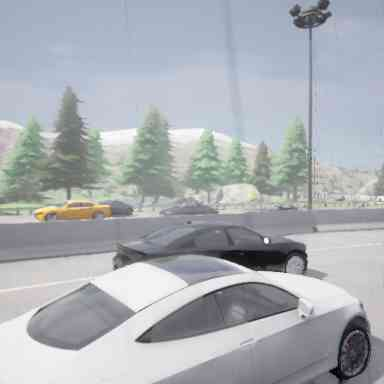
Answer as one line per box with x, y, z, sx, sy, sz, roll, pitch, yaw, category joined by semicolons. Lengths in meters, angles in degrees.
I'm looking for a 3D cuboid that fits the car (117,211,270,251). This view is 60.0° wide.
0.653;1.426;8.009;5.008;1.535;1.882;0;0;-31;car

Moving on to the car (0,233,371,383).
0.179;1.483;3.754;4.674;1.442;1.812;-1;1;-37;car

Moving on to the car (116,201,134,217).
-7.045;1.377;27.902;4.181;1.385;1.994;0;0;-28;car

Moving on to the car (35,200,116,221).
-8.223;1.318;23.268;5.008;1.535;1.882;0;0;-30;car

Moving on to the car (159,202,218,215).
-0.221;1.413;23.588;4.181;1.385;1.994;0;0;-25;car

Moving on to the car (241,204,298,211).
5.516;1.464;22.392;4.718;1.301;1.895;0;0;-22;car
